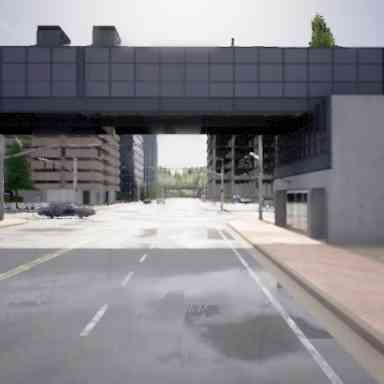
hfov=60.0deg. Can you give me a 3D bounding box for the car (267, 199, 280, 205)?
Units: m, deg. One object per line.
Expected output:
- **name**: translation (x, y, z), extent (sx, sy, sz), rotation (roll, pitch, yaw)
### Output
- **car**: translation (18.660, 2.246, 75.912), extent (1.970, 1.475, 3.806), rotation (0, -1, 0)

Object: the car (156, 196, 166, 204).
- **car**: translation (-8.129, 2.197, 87.165), extent (2.150, 2.045, 5.566), rotation (0, -1, 0)

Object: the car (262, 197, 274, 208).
- **car**: translation (13.121, 1.809, 58.483), extent (1.932, 1.855, 4.605), rotation (0, -1, 0)

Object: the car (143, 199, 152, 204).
- **car**: translation (-11.629, 2.449, 87.168), extent (1.882, 1.535, 5.008), rotation (0, -1, 0)

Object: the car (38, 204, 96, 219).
- **car**: translation (-12.524, 1.868, 33.410), extent (5.357, 1.411, 2.033), rotation (0, -1, 0)
